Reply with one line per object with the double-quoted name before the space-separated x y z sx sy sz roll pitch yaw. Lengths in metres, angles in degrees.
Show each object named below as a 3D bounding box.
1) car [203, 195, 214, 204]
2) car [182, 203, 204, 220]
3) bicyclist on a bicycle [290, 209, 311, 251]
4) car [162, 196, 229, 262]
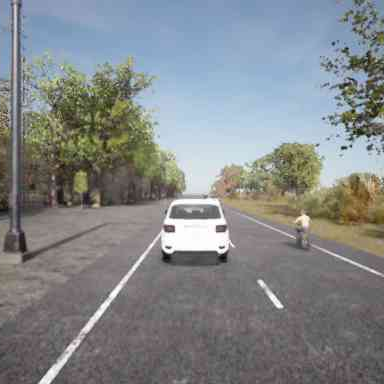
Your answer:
"car" 3.504 1.610 73.440 2.150 2.045 5.566 0 0 0
"car" 0.100 1.762 31.100 1.895 1.301 4.718 0 0 0
"bicyclist on a bicycle" 4.486 1.507 13.520 0.866 1.612 1.509 0 0 0
"car" 0.100 1.287 12.602 2.150 2.045 5.566 0 0 0
